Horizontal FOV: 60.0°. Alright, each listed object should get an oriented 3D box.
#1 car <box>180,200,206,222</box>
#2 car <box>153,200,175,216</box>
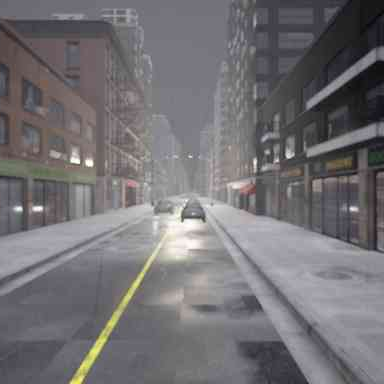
[{"bbox_3d":[0.098,1.600,26.980,1.994,1.385,4.181,0,0,0],"label":"car"},{"bbox_3d":[-2.768,1.550,33.868,1.837,1.490,4.892,0,0,1],"label":"car"}]
